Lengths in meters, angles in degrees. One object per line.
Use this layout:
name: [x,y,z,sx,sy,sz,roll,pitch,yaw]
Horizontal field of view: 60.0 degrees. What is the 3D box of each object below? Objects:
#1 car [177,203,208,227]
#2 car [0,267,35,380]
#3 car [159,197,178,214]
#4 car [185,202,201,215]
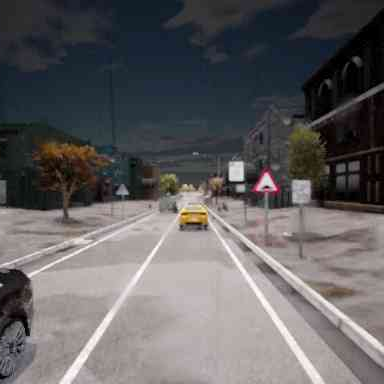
car: [0.106,1.678,23.612,1.882,1.535,5.008,0,-2,0]
car: [-3.099,1.499,2.683,2.128,1.511,4.902,0,0,0]
car: [-3.076,1.718,43.874,2.150,2.045,5.566,0,0,0]
car: [0.111,2.041,41.958,1.994,1.385,4.181,0,-1,0]
